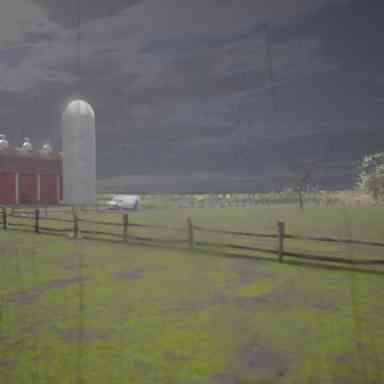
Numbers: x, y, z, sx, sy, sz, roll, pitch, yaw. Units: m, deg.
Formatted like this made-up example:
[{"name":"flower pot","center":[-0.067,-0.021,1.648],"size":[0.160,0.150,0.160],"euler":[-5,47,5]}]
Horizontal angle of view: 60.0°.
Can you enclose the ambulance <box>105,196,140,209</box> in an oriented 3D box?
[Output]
[{"name":"ambulance","center":[-11.713,1.822,56.321],"size":[2.351,2.431,6.366],"euler":[-1,-1,35]}]
